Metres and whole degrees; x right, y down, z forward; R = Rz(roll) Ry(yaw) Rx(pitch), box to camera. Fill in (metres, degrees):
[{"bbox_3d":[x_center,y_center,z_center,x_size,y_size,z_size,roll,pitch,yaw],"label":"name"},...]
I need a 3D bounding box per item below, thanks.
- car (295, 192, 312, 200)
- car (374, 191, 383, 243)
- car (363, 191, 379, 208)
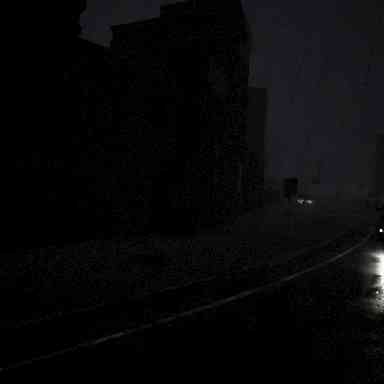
[{"bbox_3d":[18.833,0.650,56.442,1.895,1.301,4.718,3,2,5],"label":"car"},{"bbox_3d":[9.837,1.138,15.144,2.150,2.045,5.566,2,1,33],"label":"car"},{"bbox_3d":[21.293,0.941,37.321,2.150,2.045,5.566,3,2,7],"label":"car"}]
